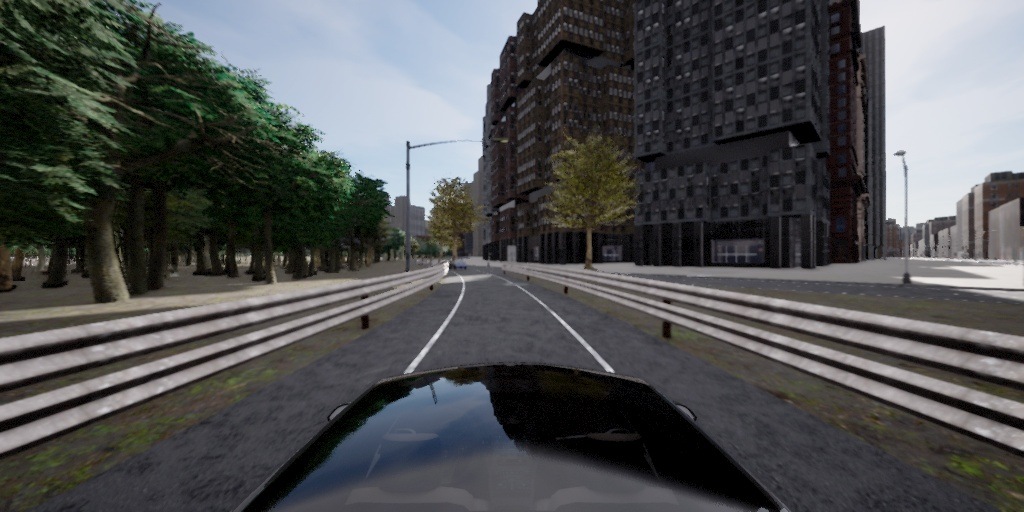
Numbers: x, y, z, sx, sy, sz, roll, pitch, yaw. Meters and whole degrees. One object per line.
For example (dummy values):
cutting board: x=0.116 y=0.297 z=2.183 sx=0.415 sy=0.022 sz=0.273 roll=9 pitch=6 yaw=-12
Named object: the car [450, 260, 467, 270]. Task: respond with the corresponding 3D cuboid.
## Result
car: x=-7.991 y=1.267 z=53.214 sx=2.033 sy=1.411 sz=5.357 roll=0 pitch=0 yaw=-19
